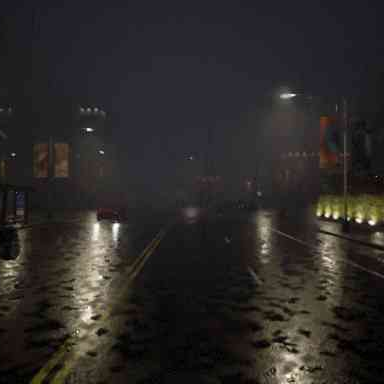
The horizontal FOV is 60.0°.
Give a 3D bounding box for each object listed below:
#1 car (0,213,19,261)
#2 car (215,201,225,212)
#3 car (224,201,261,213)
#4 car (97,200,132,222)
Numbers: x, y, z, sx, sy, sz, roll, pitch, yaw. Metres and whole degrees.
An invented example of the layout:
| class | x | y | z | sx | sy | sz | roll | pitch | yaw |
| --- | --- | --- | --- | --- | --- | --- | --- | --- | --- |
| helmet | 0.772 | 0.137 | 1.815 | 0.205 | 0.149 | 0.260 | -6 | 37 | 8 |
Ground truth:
| class | x | y | z | sx | sy | sz | roll | pitch | yaw |
| --- | --- | --- | --- | --- | --- | --- | --- | --- | --- |
| car | -7.097 | 1.438 | 9.716 | 2.097 | 1.767 | 4.553 | 0 | 0 | 0 |
| car | 4.973 | 1.933 | 45.307 | 1.812 | 1.442 | 4.674 | -1 | -1 | 43 |
| car | 6.746 | 1.925 | 41.994 | 2.033 | 1.411 | 5.357 | -1 | -1 | 40 |
| car | -7.005 | 1.746 | 29.686 | 1.882 | 1.535 | 5.008 | 0 | -1 | 0 |
